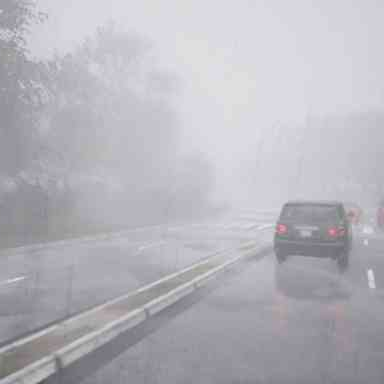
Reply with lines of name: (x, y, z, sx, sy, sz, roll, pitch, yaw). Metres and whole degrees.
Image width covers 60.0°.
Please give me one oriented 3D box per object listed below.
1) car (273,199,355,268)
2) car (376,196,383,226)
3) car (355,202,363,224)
car: (4.471, 1.270, 11.902, 2.150, 2.045, 5.566, 0, 0, 27)
car: (14.403, 1.319, 23.616, 2.150, 2.045, 5.566, 0, 0, 31)
car: (12.015, 1.439, 25.907, 2.097, 1.767, 4.553, 0, 0, 32)
